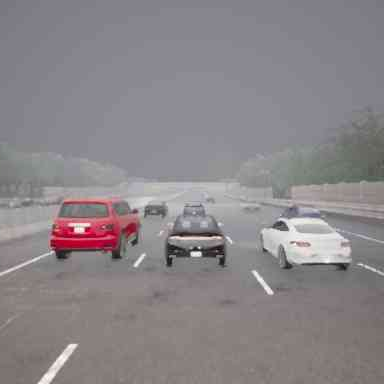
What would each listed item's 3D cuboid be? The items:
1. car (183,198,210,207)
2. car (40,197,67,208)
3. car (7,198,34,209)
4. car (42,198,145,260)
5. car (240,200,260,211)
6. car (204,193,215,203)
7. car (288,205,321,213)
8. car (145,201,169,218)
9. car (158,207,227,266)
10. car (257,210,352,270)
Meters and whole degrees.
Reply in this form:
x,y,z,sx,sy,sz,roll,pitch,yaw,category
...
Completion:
x,y,z,sx,sy,sz,roll,pitch,yaw,category
0.202,1.545,29.705,2.128,1.511,4.902,0,0,0,car
-20.786,1.579,50.024,1.882,1.535,5.008,0,0,1,car
-24.318,1.587,47.385,2.128,1.511,4.902,0,0,1,car
-3.379,1.237,12.678,2.150,2.045,5.566,0,0,0,car
7.298,1.689,42.380,1.895,1.301,4.718,0,0,1,car
4.100,1.654,75.124,1.837,1.490,4.892,0,0,1,car
7.095,1.559,21.511,1.812,1.442,4.674,0,0,1,car
-3.288,1.535,31.285,1.882,1.535,5.008,0,0,0,car
0.119,1.505,11.593,2.128,1.511,4.902,0,0,0,car
3.517,1.539,10.944,1.812,1.442,4.674,0,0,0,car
